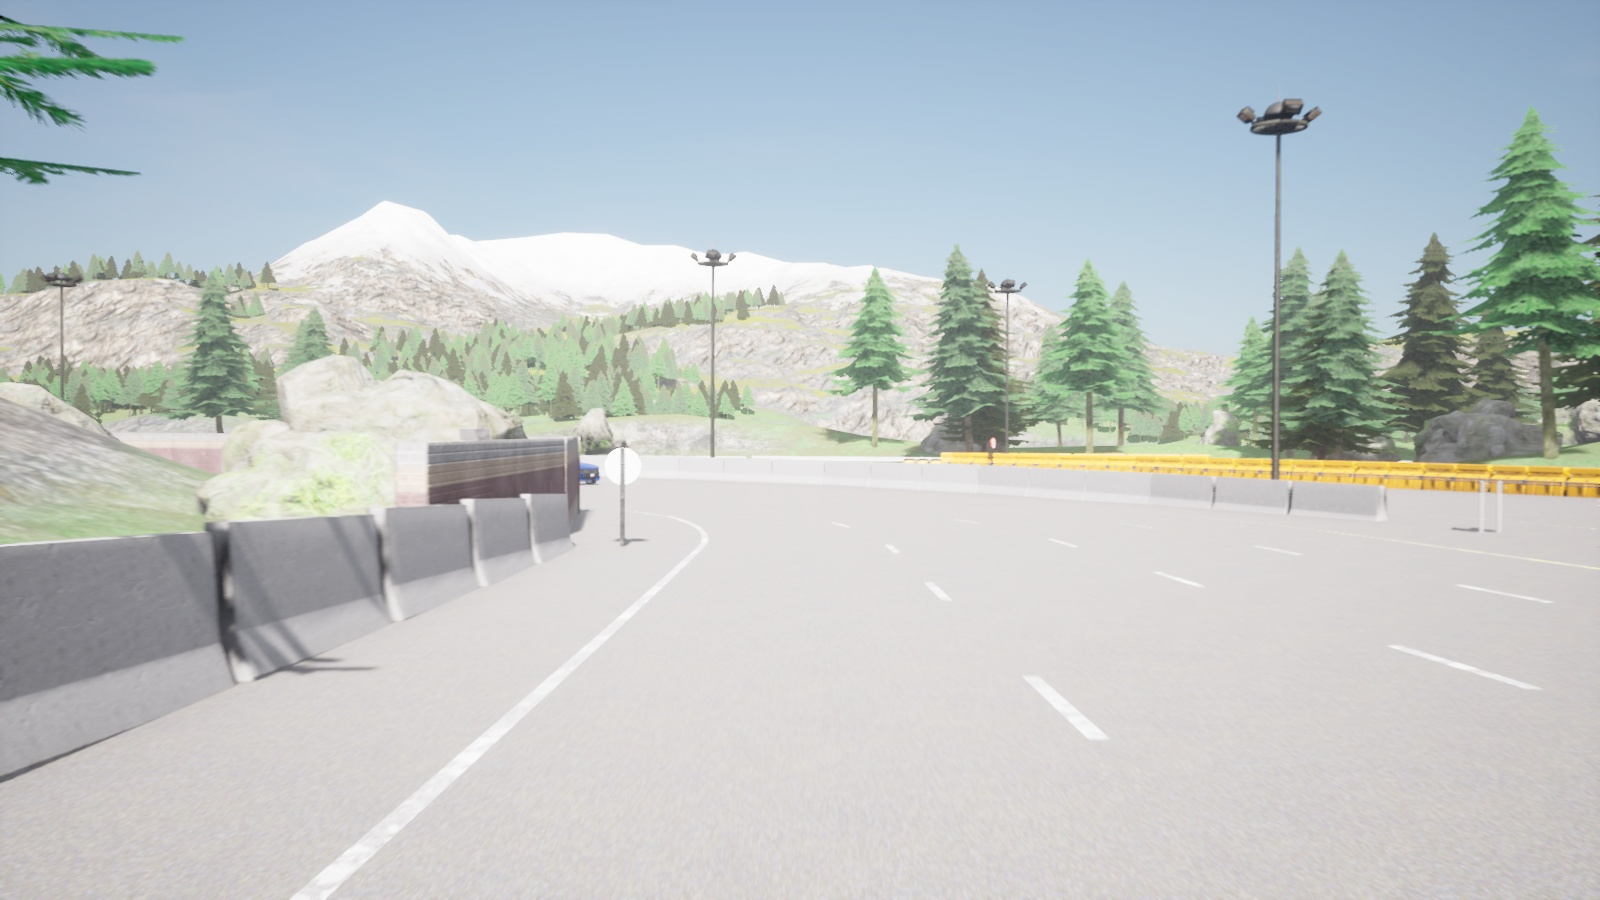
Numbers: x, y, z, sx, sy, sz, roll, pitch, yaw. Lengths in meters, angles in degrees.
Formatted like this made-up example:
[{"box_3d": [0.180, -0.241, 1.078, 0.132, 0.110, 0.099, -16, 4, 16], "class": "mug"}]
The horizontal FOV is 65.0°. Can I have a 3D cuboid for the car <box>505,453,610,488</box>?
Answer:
[{"box_3d": [-11.471, 0.946, 59.287, 5.008, 1.535, 1.882, 0, 1, 35], "class": "car"}]
